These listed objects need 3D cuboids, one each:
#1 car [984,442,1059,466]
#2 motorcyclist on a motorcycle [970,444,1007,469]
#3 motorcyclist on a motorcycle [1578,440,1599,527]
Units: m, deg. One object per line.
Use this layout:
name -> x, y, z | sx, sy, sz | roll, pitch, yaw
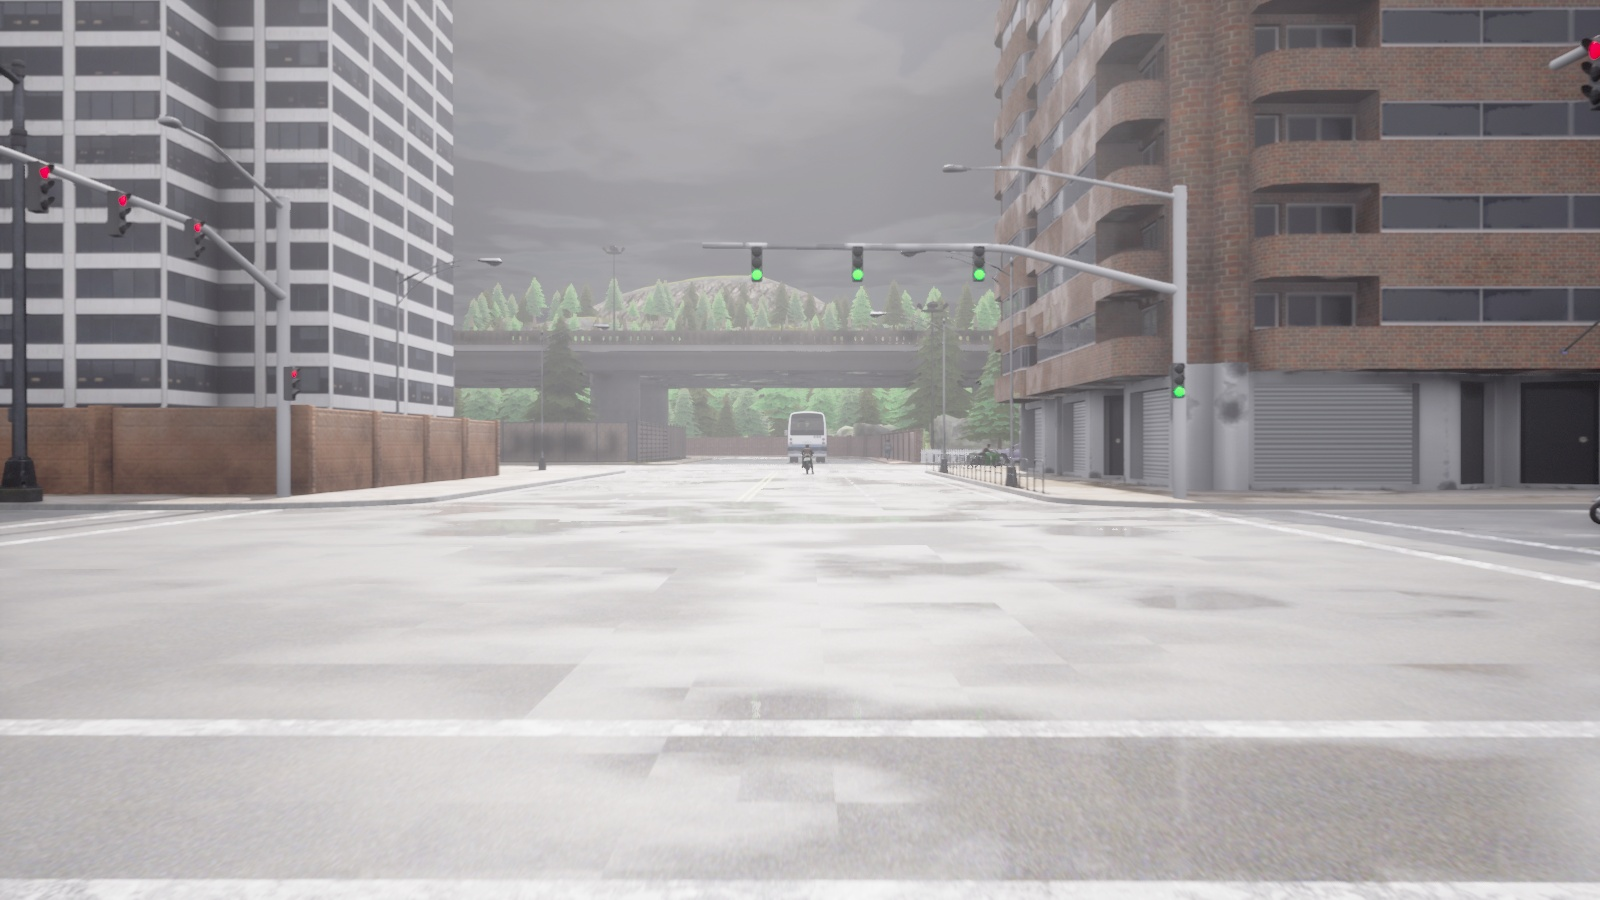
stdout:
car -> 15.291, 0.289, 86.879 | 4.856, 1.649, 2.033 | 0, 0, 1
motorcyclist on a motorcycle -> 11.458, 0.383, 76.391 | 2.044, 1.523, 0.797 | 0, 1, -6
motorcyclist on a motorcycle -> 15.568, 0.621, 23.229 | 1.817, 1.590, 0.866 | 0, 0, 1
